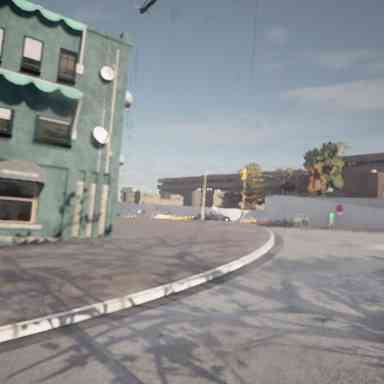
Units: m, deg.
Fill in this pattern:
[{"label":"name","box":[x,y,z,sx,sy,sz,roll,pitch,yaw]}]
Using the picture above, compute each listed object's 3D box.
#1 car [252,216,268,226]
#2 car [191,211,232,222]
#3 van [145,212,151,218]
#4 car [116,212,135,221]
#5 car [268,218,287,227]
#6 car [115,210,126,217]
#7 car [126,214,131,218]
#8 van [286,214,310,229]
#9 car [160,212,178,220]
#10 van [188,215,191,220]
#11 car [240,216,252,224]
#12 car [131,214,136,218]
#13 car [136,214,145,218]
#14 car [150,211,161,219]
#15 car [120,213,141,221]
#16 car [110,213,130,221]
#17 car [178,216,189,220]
[{"label":"car","box":[11.315,4.613,50.952,2.002,1.452,4.674,1,-7,31]},{"label":"car","box":[2.252,2.700,35.439,1.994,1.385,4.181,8,-7,-39]},{"label":"van","box":[-7.648,5.501,73.848,1.878,1.987,4.442,0,-7,31]},{"label":"car","box":[-17.041,6.345,85.427,2.185,1.767,4.553,-1,-8,31]},{"label":"car","box":[13.199,4.499,48.654,2.002,1.452,4.674,0,-7,31]},{"label":"car","box":[-13.281,3.542,54.292,1.882,1.535,5.008,8,-6,-39]},{"label":"car","box":[-13.258,6.037,80.843,2.185,1.767,4.553,0,-8,31]},{"label":"van","box":[15.057,4.107,46.283,1.878,1.987,4.442,1,-7,31]},{"label":"car","box":[-3.817,5.491,69.335,2.097,1.535,5.008,0,-7,31]},{"label":"van","box":[1.814,4.906,62.364,1.878,1.987,4.442,1,-7,31]},{"label":"car","box":[9.332,4.662,53.093,1.946,1.575,5.366,1,-7,31]},{"label":"car","box":[-11.390,6.051,78.508,2.002,1.452,4.674,0,-7,31]},{"label":"car","box":[-9.492,5.619,76.217,2.435,2.045,5.566,0,-7,31]},{"label":"car","box":[-5.687,5.365,71.681,2.435,2.045,5.566,0,-7,31]},{"label":"car","box":[-15.262,6.280,82.933,1.946,1.575,5.366,0,-8,31]},{"label":"car","box":[-18.966,6.627,87.672,2.097,1.535,5.008,-1,-8,31]},{"label":"car","box":[0.052,5.278,64.901,1.946,1.575,5.366,0,-7,31]}]
